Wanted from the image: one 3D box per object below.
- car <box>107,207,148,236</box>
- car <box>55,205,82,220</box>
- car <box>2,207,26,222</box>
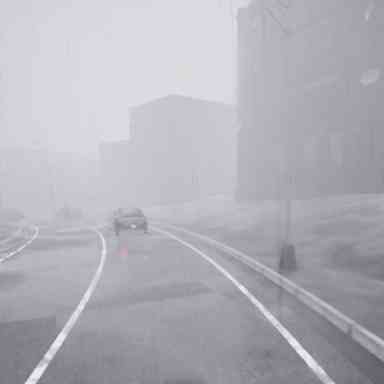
[{"bbox_3d":[-3.938,1.669,20.017,2.128,1.511,4.902,-1,-1,-20],"label":"car"},{"bbox_3d":[-14.009,2.278,37.594,2.128,1.511,4.902,-3,-1,-39],"label":"car"},{"bbox_3d":[-22.406,2.675,41.195,4.553,1.767,2.097,-4,-1,43],"label":"car"}]
